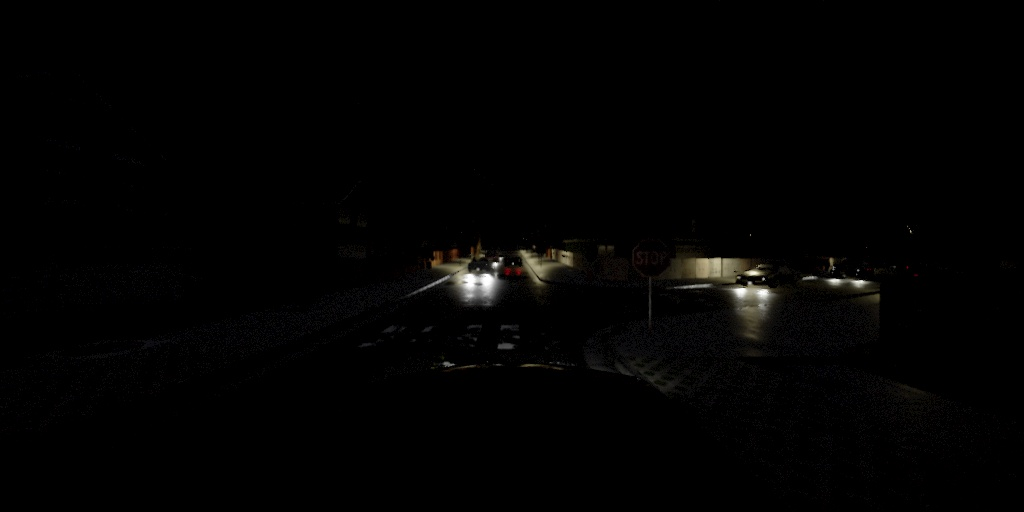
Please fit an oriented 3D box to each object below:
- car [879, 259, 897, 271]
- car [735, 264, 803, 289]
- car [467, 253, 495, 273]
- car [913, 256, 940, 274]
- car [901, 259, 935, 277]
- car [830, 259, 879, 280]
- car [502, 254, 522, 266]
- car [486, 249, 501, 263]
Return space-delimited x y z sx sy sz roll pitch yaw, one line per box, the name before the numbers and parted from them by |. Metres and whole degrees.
car | 42.638 1.018 40.946 4.718 1.301 1.895 0 0 -38
car | 16.547 1.251 22.925 5.357 1.411 2.033 0 0 -32
car | -2.834 0.726 32.093 1.895 1.301 4.718 0 2 0
car | 47.984 1.063 41.730 5.566 2.045 2.150 0 0 -40
car | 40.048 1.313 35.463 4.892 1.490 1.837 0 0 -38
car | 30.349 1.112 31.948 4.553 1.767 2.097 1 0 -33
car | 0.115 0.432 40.138 1.895 1.301 4.718 0 2 0
car | -2.815 0.084 47.625 1.812 1.442 4.674 0 3 0
